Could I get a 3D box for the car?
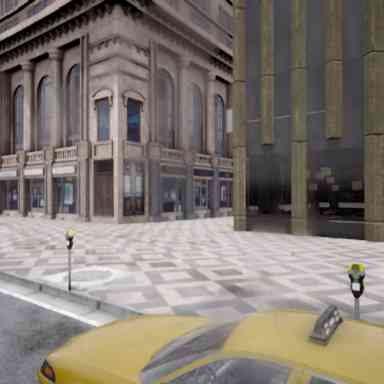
[{"bbox_3d":[0.718,1.525,2.462,4.829,1.417,1.752,0,0,36],"label":"car"}]
